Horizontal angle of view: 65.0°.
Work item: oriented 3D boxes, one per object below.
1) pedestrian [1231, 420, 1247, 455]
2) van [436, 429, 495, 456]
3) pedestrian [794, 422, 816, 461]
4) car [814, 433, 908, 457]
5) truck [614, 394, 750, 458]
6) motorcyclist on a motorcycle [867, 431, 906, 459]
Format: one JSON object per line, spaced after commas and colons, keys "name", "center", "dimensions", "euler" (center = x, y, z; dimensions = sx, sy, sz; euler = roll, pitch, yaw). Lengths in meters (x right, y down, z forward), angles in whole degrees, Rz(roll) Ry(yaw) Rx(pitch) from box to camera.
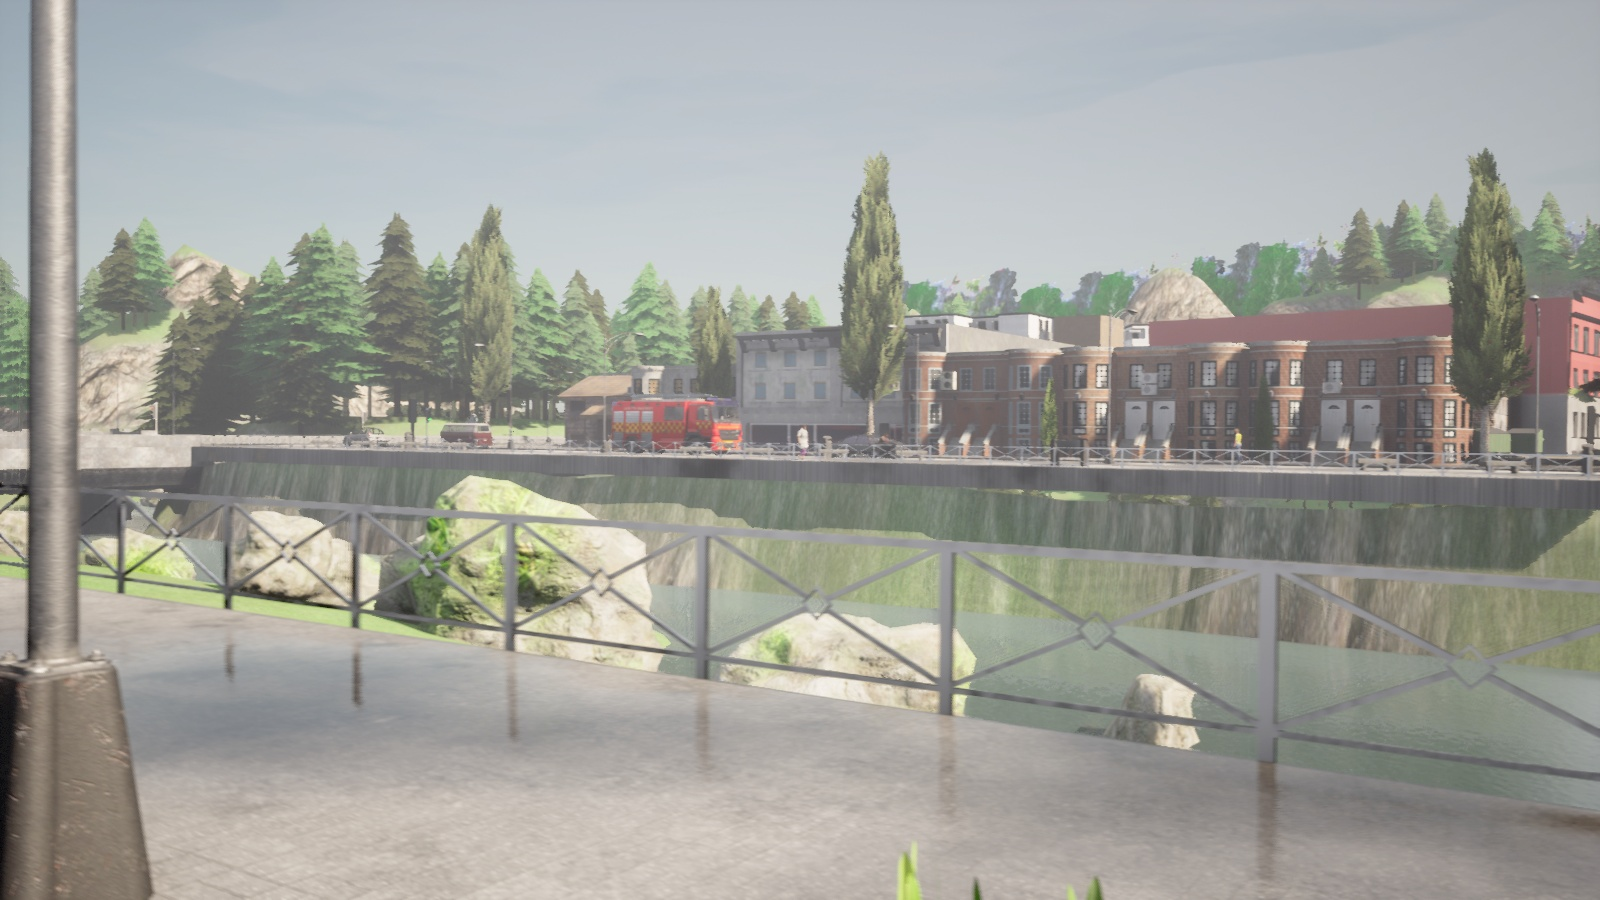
{"name": "pedestrian", "center": [23.063, -0.668, 65.964], "dimensions": [0.706, 1.836, 0.354], "euler": [0, 1, 40]}
{"name": "van", "center": [-25.336, -0.584, 95.060], "dimensions": [4.442, 1.987, 1.775], "euler": [0, 1, 34]}
{"name": "pedestrian", "center": [0.251, -0.435, 64.022], "dimensions": [0.659, 1.952, 0.873], "euler": [-1, 1, -45]}
{"name": "car", "center": [3.662, -0.289, 75.812], "dimensions": [5.357, 1.411, 2.033], "euler": [0, 1, 34]}
{"name": "truck", "center": [-7.419, -1.435, 78.347], "dimensions": [8.468, 3.827, 2.891], "euler": [0, 1, 34]}
{"name": "motorcyclist on a motorcycle", "center": [4.846, -0.289, 70.225], "dimensions": [2.044, 1.523, 0.797], "euler": [0, 1, 34]}
